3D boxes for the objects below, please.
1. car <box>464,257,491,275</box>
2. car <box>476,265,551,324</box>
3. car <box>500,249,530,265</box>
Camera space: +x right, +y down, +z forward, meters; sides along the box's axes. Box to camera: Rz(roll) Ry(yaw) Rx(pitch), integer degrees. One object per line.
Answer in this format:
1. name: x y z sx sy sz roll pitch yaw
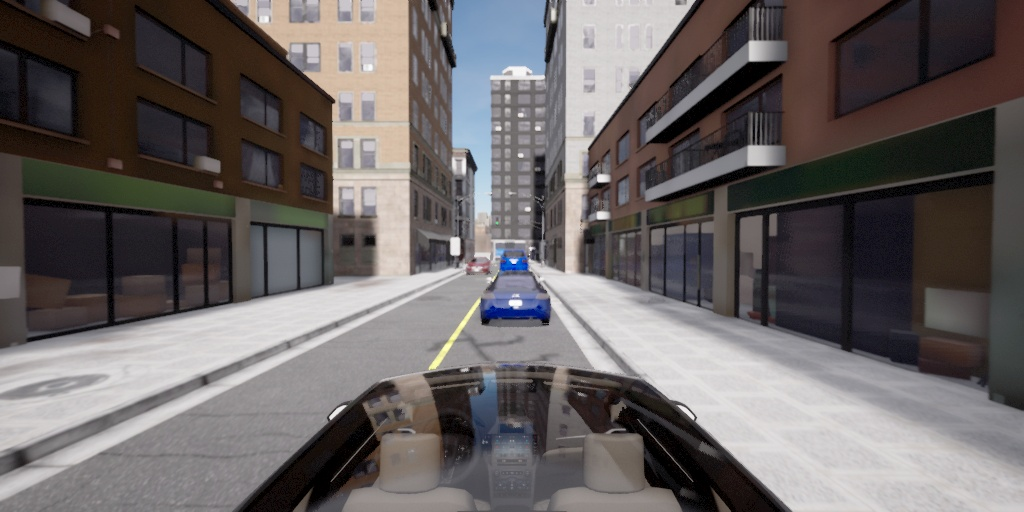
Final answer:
1. car: -2.701 0.778 29.943 1.812 1.442 4.674 0 1 0
2. car: 0.113 1.144 11.249 1.994 1.385 4.181 0 1 1
3. car: 0.213 0.498 28.570 2.150 2.045 5.566 0 1 2
